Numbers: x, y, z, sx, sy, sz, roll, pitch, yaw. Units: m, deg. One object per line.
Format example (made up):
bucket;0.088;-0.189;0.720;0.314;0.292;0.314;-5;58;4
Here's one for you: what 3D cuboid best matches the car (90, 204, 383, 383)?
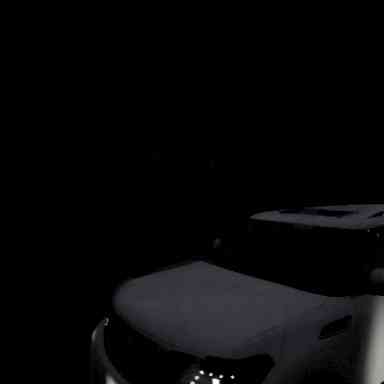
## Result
car;1.656;1.214;4.180;5.566;2.045;2.150;0;0;-35
